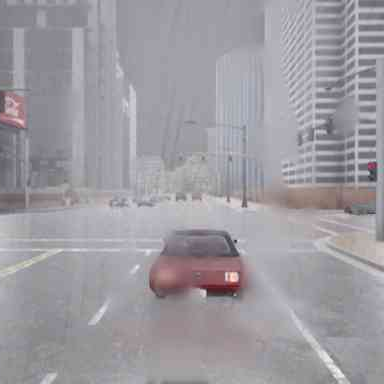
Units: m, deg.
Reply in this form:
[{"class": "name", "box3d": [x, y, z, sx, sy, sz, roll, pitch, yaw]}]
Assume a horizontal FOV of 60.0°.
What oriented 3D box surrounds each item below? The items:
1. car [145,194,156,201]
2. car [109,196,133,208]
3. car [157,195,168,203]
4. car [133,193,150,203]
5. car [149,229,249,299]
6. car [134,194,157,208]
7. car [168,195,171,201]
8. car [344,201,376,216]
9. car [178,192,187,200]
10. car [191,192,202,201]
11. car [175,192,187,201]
[{"class": "car", "box3d": [-9.433, 1.309, 76.154, 1.812, 1.442, 4.674, 0, 0, 1]}, {"class": "car", "box3d": [-9.961, 1.369, 45.412, 2.128, 1.511, 4.902, 0, 0, 1]}, {"class": "car", "box3d": [-6.189, 1.325, 61.672, 2.128, 1.511, 4.902, 0, 0, 1]}, {"class": "car", "box3d": [-9.699, 1.327, 61.083, 2.128, 1.511, 4.902, 0, 0, 1]}, {"class": "car", "box3d": [0.214, 1.578, 8.343, 1.895, 1.301, 4.718, 0, 0, 2]}, {"class": "car", "box3d": [-6.442, 1.400, 46.709, 1.812, 1.442, 4.674, 0, 1, 1]}, {"class": "car", "box3d": [-5.925, 1.376, 76.697, 1.895, 1.301, 4.718, 0, 0, 1]}, {"class": "car", "box3d": [16.284, 1.481, 30.470, 4.181, 1.385, 1.994, 0, 0, 1]}, {"class": "car", "box3d": [-2.319, 0.957, 84.104, 2.097, 1.767, 4.553, 0, 0, 1]}, {"class": "car", "box3d": [1.029, 1.017, 73.414, 2.150, 2.045, 5.566, 0, 0, 1]}, {"class": "car", "box3d": [-2.471, 1.017, 73.464, 2.150, 2.045, 5.566, 0, 0, 1]}]
